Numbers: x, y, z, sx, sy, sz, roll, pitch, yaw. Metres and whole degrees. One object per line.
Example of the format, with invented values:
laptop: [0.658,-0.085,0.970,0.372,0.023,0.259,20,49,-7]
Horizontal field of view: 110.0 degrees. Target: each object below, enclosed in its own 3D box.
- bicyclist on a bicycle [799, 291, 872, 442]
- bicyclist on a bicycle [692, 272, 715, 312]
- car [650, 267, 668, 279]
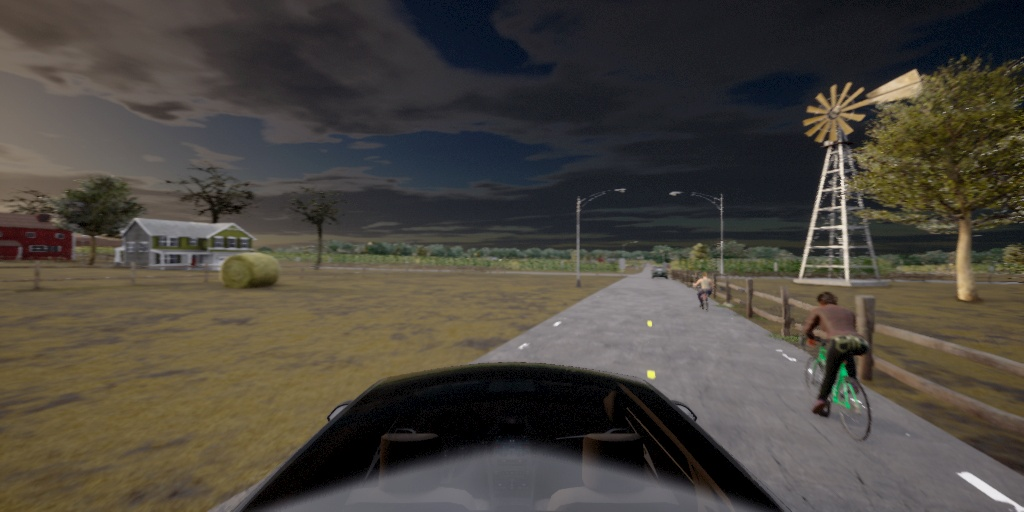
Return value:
bicyclist on a bicycle: [4.056,1.287,4.534,0.582,1.620,1.656,0,-1,21]
bicyclist on a bicycle: [8.034,1.479,14.970,0.866,1.612,1.509,0,-1,20]
car: [20.948,2.352,51.049,2.097,1.767,4.553,0,-2,21]
